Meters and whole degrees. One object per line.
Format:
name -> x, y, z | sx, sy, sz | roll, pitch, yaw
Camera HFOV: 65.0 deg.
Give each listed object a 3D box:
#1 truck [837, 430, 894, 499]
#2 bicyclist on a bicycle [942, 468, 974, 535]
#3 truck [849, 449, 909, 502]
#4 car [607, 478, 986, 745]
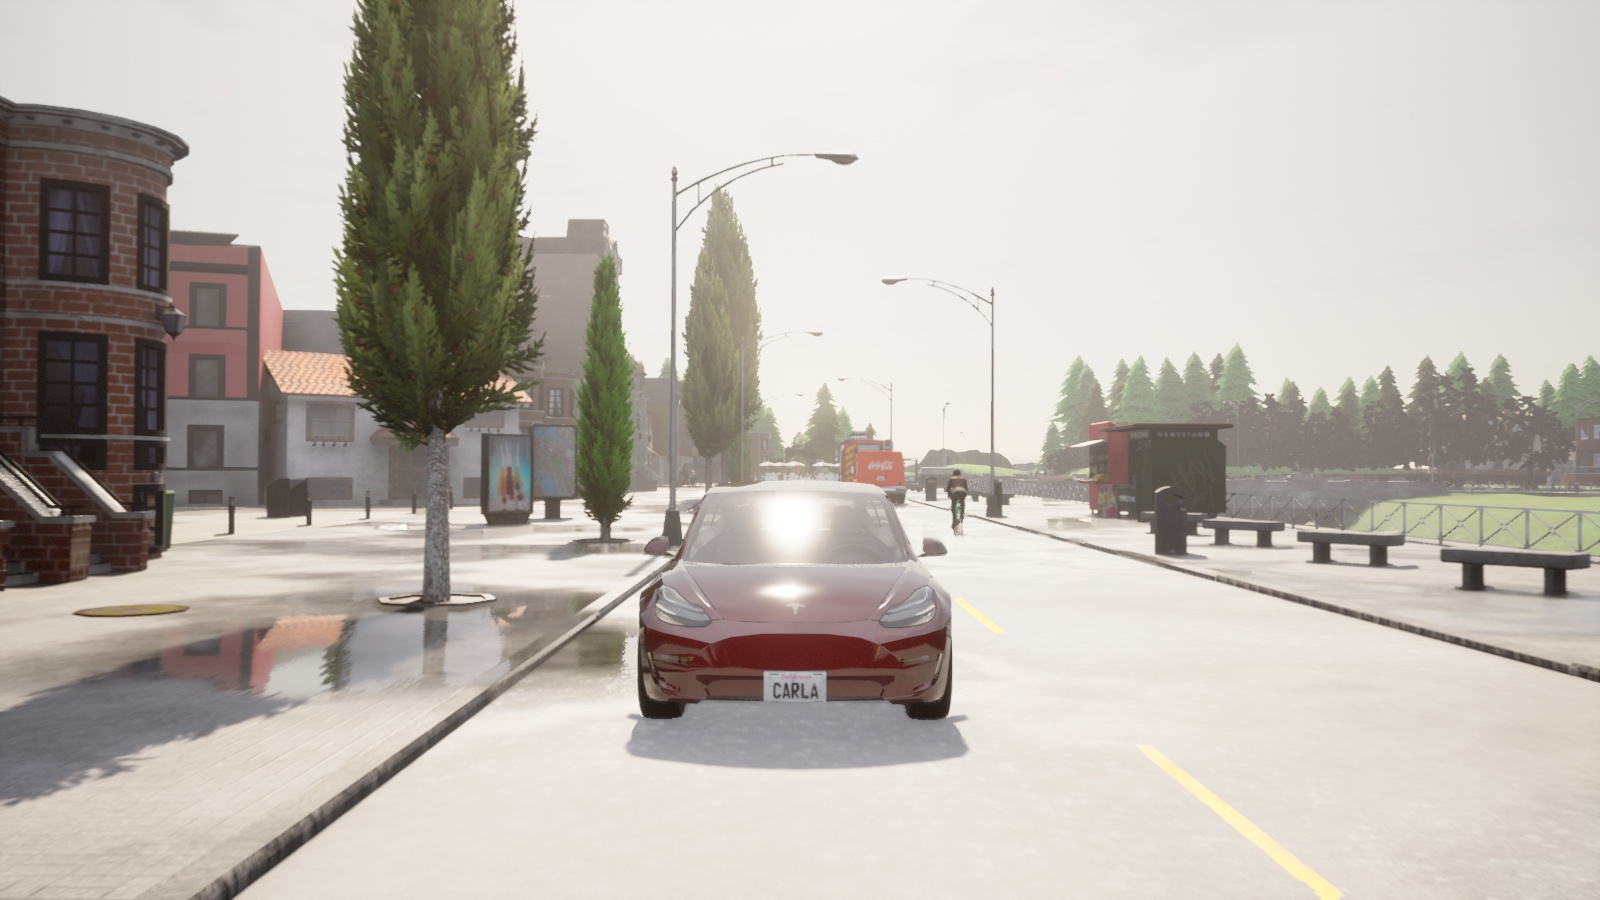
truck -> 3.802, 0.878, 74.261 | 2.891, 3.827, 8.468 | 0, -1, 0
bicyclist on a bicycle -> 3.918, 1.275, 31.254 | 0.582, 1.620, 1.656 | 0, -1, 0
truck -> 3.833, 1.326, 62.046 | 2.627, 2.467, 5.204 | 0, -3, 0
car -> -0.025, 0.975, 9.585 | 2.163, 1.488, 4.792 | 0, -1, 0
